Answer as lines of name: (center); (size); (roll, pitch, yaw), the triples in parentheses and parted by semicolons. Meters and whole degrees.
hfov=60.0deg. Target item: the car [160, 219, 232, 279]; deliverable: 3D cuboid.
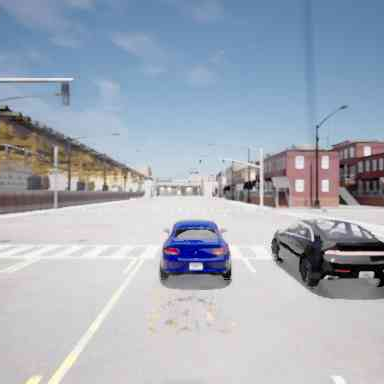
car: (0.092, 1.535, 9.926); (1.812, 1.442, 4.674); (0, 0, 0)

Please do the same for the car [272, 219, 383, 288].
car: (3.598, 1.501, 9.286); (2.128, 1.511, 4.902); (0, 0, 0)
